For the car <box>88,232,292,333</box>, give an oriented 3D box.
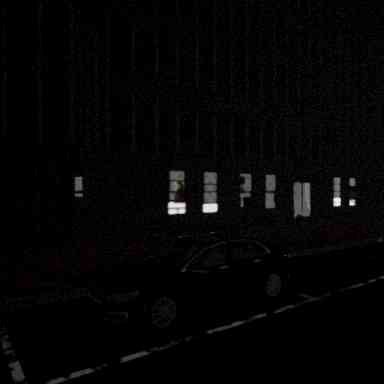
[{"bbox_3d":[0.170,1.540,6.688,4.403,1.369,2.008,0,0,-36],"label":"car"}]
